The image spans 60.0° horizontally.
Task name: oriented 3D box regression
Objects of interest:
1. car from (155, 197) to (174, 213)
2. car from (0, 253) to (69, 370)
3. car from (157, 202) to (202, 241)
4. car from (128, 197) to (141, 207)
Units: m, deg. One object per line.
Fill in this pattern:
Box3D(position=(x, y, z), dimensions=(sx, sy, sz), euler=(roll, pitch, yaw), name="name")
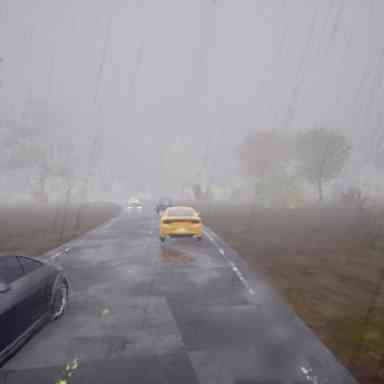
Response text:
Box3D(position=(-3.026, 1.379, 37.327), dimensions=(2.097, 1.767, 4.553), euler=(0, 0, -9), name="car")
Box3D(position=(-3.229, 1.570, 4.466), dimensions=(1.994, 1.385, 4.181), euler=(0, 0, -1), name="car")
Box3D(position=(-0.623, 1.480, 16.819), dimensions=(1.882, 1.535, 5.008), euler=(0, 0, -4), name="car")
Box3D(position=(-9.291, 1.609, 53.397), dimensions=(1.812, 1.442, 4.674), euler=(0, 0, -12), name="car")
